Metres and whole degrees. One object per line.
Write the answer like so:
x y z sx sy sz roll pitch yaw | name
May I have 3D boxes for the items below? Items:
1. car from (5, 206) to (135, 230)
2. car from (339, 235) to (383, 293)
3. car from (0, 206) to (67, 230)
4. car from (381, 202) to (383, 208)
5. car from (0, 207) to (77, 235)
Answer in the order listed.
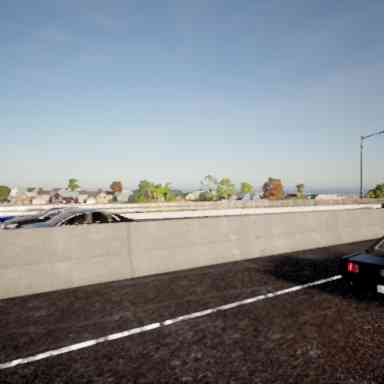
-4.635 1.494 13.565 4.892 1.490 1.837 0 0 -35 | car
5.522 1.588 7.647 4.718 1.301 1.895 0 0 -35 | car
-6.605 1.480 16.459 4.902 1.511 2.128 0 0 -35 | car
26.875 1.526 43.805 4.892 1.490 1.837 1 0 -34 | car
-9.199 1.589 18.914 4.718 1.301 1.895 0 0 -35 | car
